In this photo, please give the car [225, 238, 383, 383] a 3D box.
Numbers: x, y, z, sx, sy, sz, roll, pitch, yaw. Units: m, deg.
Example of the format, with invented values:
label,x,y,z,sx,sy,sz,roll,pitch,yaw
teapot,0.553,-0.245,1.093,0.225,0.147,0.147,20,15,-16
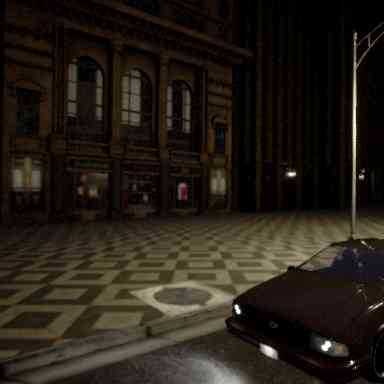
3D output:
label,x,y,z,sx,sy,sz,roll,pitch,yaw
car,3.100,1.549,5.585,5.357,1.411,2.033,0,0,-35
